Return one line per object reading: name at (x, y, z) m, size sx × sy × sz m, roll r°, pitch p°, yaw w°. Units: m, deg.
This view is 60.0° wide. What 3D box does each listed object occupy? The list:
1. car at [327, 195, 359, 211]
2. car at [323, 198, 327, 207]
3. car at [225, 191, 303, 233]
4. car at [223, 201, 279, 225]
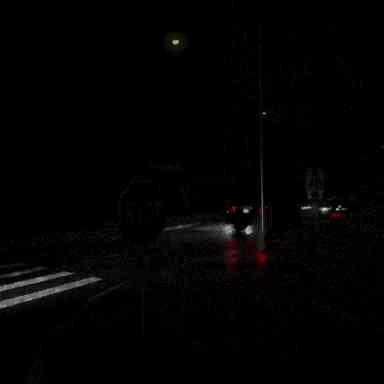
car at (15.411, 1.088, 33.412) m, size 1.837 × 1.490 × 4.892 m, roll -2°, pitch -1°, yaw 36°
car at (18.052, 1.101, 41.902) m, size 1.882 × 1.535 × 5.008 m, roll -2°, pitch -1°, yaw 36°
car at (4.142, 0.960, 17.952) m, size 2.150 × 2.045 × 5.566 m, roll -2°, pitch 0°, yaw 36°
car at (4.190, 1.361, 23.012) m, size 1.895 × 1.301 × 4.718 m, roll -2°, pitch 0°, yaw 36°
